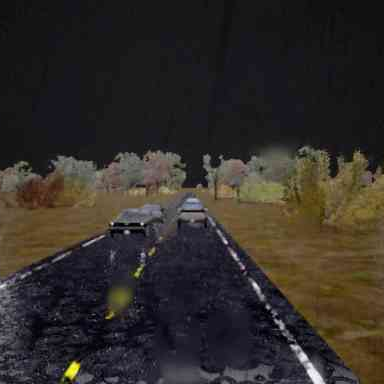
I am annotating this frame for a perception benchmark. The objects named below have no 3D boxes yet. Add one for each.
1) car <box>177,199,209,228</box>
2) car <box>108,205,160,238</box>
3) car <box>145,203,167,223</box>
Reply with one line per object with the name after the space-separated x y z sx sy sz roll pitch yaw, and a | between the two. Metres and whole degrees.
0.047 1.472 21.833 2.128 1.511 4.902 0 0 0 | car
-3.046 1.585 17.840 1.895 1.301 4.718 0 0 1 | car
-3.001 1.551 25.200 1.994 1.385 4.181 0 0 0 | car
